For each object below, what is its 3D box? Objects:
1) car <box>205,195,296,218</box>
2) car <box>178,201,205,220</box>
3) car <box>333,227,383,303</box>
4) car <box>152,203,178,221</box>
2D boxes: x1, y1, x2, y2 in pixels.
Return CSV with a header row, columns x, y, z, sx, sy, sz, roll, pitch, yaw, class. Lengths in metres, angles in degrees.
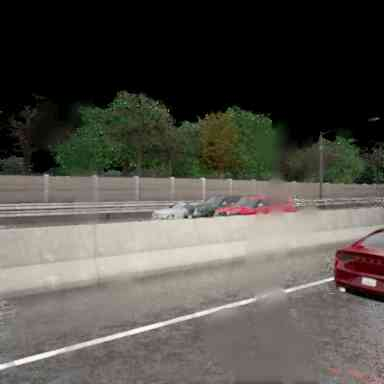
x,y,z,sx,sy,sz,roll,pitch,yaw,class
3.790,1.216,19.557,5.566,2.045,2.150,0,0,-35,car
2.126,1.215,22.667,5.566,2.045,2.150,0,0,-35,car
5.222,1.475,7.455,5.008,1.535,1.882,0,0,-35,car
-0.710,1.519,24.945,4.674,1.442,1.812,0,0,-35,car
